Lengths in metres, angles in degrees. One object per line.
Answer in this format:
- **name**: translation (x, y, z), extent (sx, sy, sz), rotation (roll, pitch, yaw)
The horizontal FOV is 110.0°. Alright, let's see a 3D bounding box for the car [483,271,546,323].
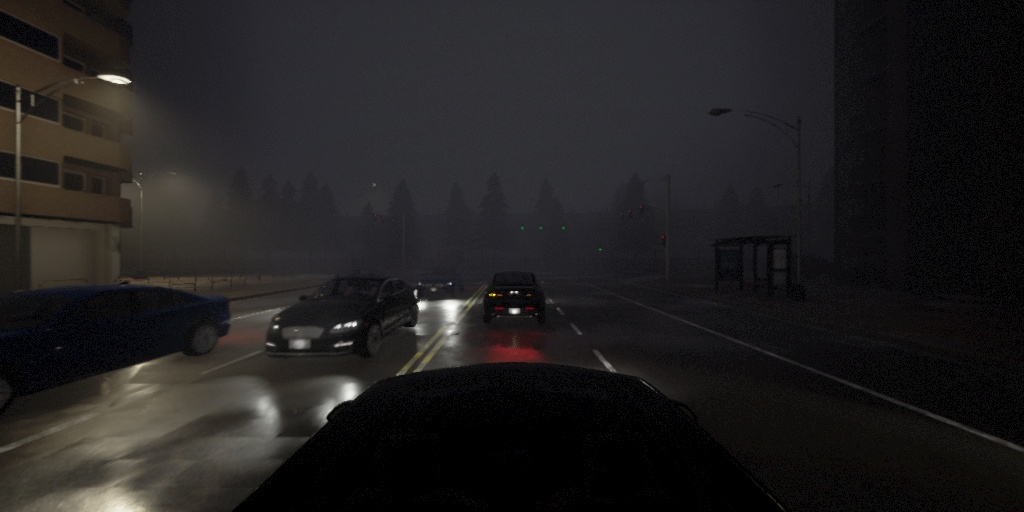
- **car**: translation (0.071, 1.238, 12.113), extent (1.837, 1.490, 4.892), rotation (0, 0, 0)

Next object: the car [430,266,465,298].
- **car**: translation (-3.543, 1.251, 18.565), extent (1.812, 1.442, 4.674), rotation (0, 0, 0)

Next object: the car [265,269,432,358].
- **car**: translation (-3.600, 1.234, 8.536), extent (2.128, 1.511, 4.902), rotation (0, 0, 0)

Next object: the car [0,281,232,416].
- **car**: translation (-7.091, 1.225, 5.757), extent (1.882, 1.535, 5.008), rotation (0, 0, 0)

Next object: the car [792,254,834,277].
- **car**: translation (26.795, 0.851, 32.619), extent (5.566, 2.045, 2.150), rotation (0, 0, 1)
